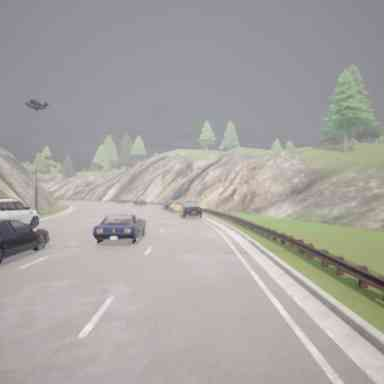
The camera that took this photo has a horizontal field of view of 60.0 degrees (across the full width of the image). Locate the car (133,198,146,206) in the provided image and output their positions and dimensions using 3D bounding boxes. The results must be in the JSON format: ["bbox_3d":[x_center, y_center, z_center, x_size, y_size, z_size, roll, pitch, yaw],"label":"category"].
[{"bbox_3d":[-10.774,2.007,68.125,2.128,1.511,4.902,0,-1,-25],"label":"car"}]

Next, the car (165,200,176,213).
[{"bbox_3d":[-1.935,1.830,43.536,1.801,1.575,5.366,0,-1,-12],"label":"car"}]

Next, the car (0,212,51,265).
[{"bbox_3d":[-6.903,1.648,11.634,2.033,1.411,5.357,0,0,0],"label":"car"}]

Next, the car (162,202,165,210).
[{"bbox_3d":[-3.293,1.929,49.312,1.837,1.490,4.892,0,-1,-14],"label":"car"}]

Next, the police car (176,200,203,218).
[{"bbox_3d":[-0.179,1.713,33.401,1.930,1.638,5.238,0,0,-8],"label":"police car"}]

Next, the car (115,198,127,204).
[{"bbox_3d":[-17.472,2.137,81.755,1.994,1.385,4.181,0,-1,-31],"label":"car"}]

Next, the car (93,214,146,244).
[{"bbox_3d":[-3.454,1.746,16.762,1.895,1.301,4.718,0,0,-1],"label":"car"}]

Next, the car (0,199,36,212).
[{"bbox_3d":[-10.489,1.380,18.270,2.150,2.045,5.566,0,0,-2],"label":"car"}]
